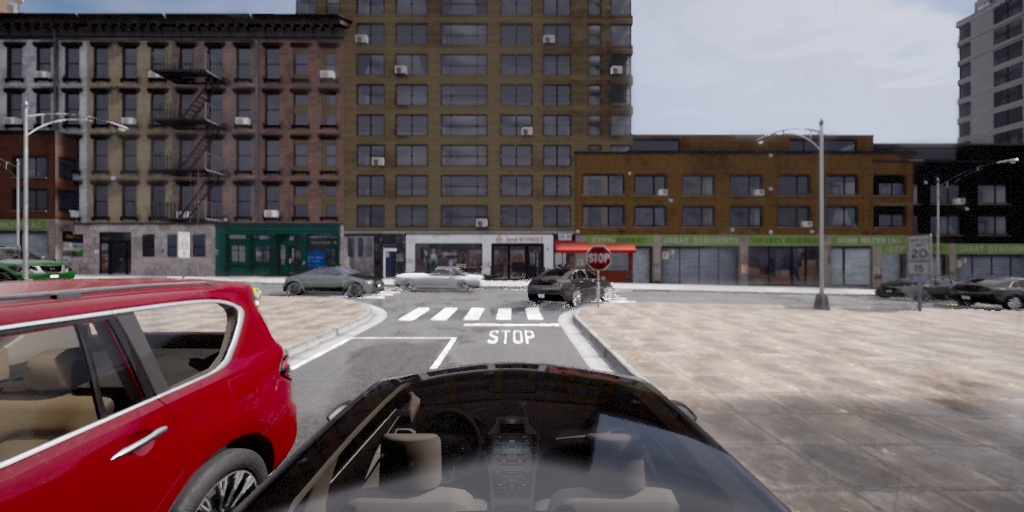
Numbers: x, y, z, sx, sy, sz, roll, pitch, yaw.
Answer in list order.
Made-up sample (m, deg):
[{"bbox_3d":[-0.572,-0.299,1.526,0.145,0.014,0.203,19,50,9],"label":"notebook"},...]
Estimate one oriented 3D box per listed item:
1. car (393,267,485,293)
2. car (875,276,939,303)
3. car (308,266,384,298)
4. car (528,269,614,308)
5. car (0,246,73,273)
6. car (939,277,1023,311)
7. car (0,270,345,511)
[{"bbox_3d":[-3.912,1.264,19.568,4.718,1.301,1.895,1,0,0],"label":"car"},{"bbox_3d":[22.737,1.811,19.710,4.181,1.385,1.994,2,0,0],"label":"car"},{"bbox_3d":[-8.138,1.153,16.600,4.181,1.385,1.994,1,0,-1],"label":"car"},{"bbox_3d":[2.614,1.268,15.213,1.837,1.490,4.892,-3,-2,39],"label":"car"},{"bbox_3d":[-23.851,0.563,16.519,5.566,2.045,2.150,1,0,0],"label":"car"},{"bbox_3d":[23.640,1.772,16.766,4.892,1.490,1.837,2,0,0],"label":"car"},{"bbox_3d":[-2.637,1.067,0.756,2.192,1.841,5.009,0,0,0],"label":"car"}]
